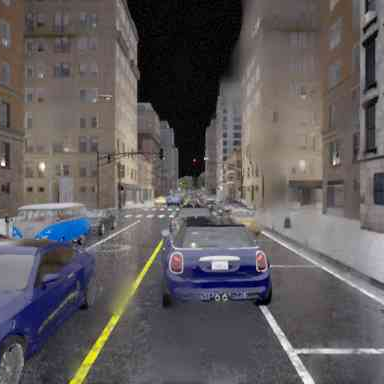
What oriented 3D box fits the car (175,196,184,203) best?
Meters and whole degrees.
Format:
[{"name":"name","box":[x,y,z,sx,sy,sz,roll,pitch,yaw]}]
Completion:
[{"name":"car","box":[-2.599,1.507,70.589,1.812,1.442,4.674,0,0,0]}]

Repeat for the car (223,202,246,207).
[{"name":"car","box":[2.683,1.521,18.508,1.752,1.417,4.829,0,0,0]}]

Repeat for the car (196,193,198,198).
[{"name":"car","box":[2.819,1.291,84.710,2.192,1.841,5.009,0,0,0]}]

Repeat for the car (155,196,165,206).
[{"name":"car","box":[-5.268,1.514,56.147,1.752,1.417,4.829,0,0,0]}]

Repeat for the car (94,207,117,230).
[{"name":"car","box":[-5.352,1.547,18.354,2.008,1.369,4.403,0,0,0]}]

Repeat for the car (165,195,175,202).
[{"name":"car","box":[-5.218,1.530,79.042,2.008,1.369,4.403,0,0,0]}]

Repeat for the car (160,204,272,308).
[{"name":"car","box":[0.321,1.350,8.149,2.097,1.767,4.553,0,0,-5]}]

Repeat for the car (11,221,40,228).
[{"name":"car","box":[-5.378,1.580,7.542,1.802,1.307,4.206,0,0,0]}]

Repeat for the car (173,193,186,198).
[{"name":"car","box":[-2.692,1.208,60.483,2.150,2.045,5.566,0,0,1]}]

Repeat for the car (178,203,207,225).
[{"name":"car","box":[0.071,1.559,25.087,1.994,1.385,4.181,0,0,0]}]

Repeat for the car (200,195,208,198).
[{"name":"car","box":[2.745,1.541,50.620,2.008,1.369,4.403,0,0,0]}]

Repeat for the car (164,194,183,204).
[{"name":"car","box":[-2.734,1.468,50.495,1.882,1.535,5.008,0,0,0]}]

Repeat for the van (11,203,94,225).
[{"name":"van","box":[-5.365,1.338,12.948,1.690,1.788,3.998,0,0,0]}]

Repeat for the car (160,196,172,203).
[{"name":"car","box":[-5.243,1.550,67.680,1.947,1.339,4.313,0,0,0]}]

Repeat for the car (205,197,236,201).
[{"name":"car","box":[3.937,1.535,37.195,4.181,1.385,1.994,0,0,-16]}]

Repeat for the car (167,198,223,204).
[{"name":"car","box":[0.110,1.349,15.425,2.097,1.767,4.553,0,0,0]}]

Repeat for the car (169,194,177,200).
[{"name":"car","box":[-5.194,1.414,90.405,1.967,1.590,4.097,0,0,0]}]

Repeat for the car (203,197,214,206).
[{"name":"car","box":[2.758,1.570,56.302,1.802,1.307,4.206,0,0,0]}]

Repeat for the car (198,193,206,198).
[{"name":"car","box":[2.794,1.422,73.347,1.967,1.590,4.097,0,0,0]}]

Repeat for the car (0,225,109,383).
[{"name":"car","box":[-2.832,1.524,5.125,1.812,1.442,4.674,0,0,0]}]
